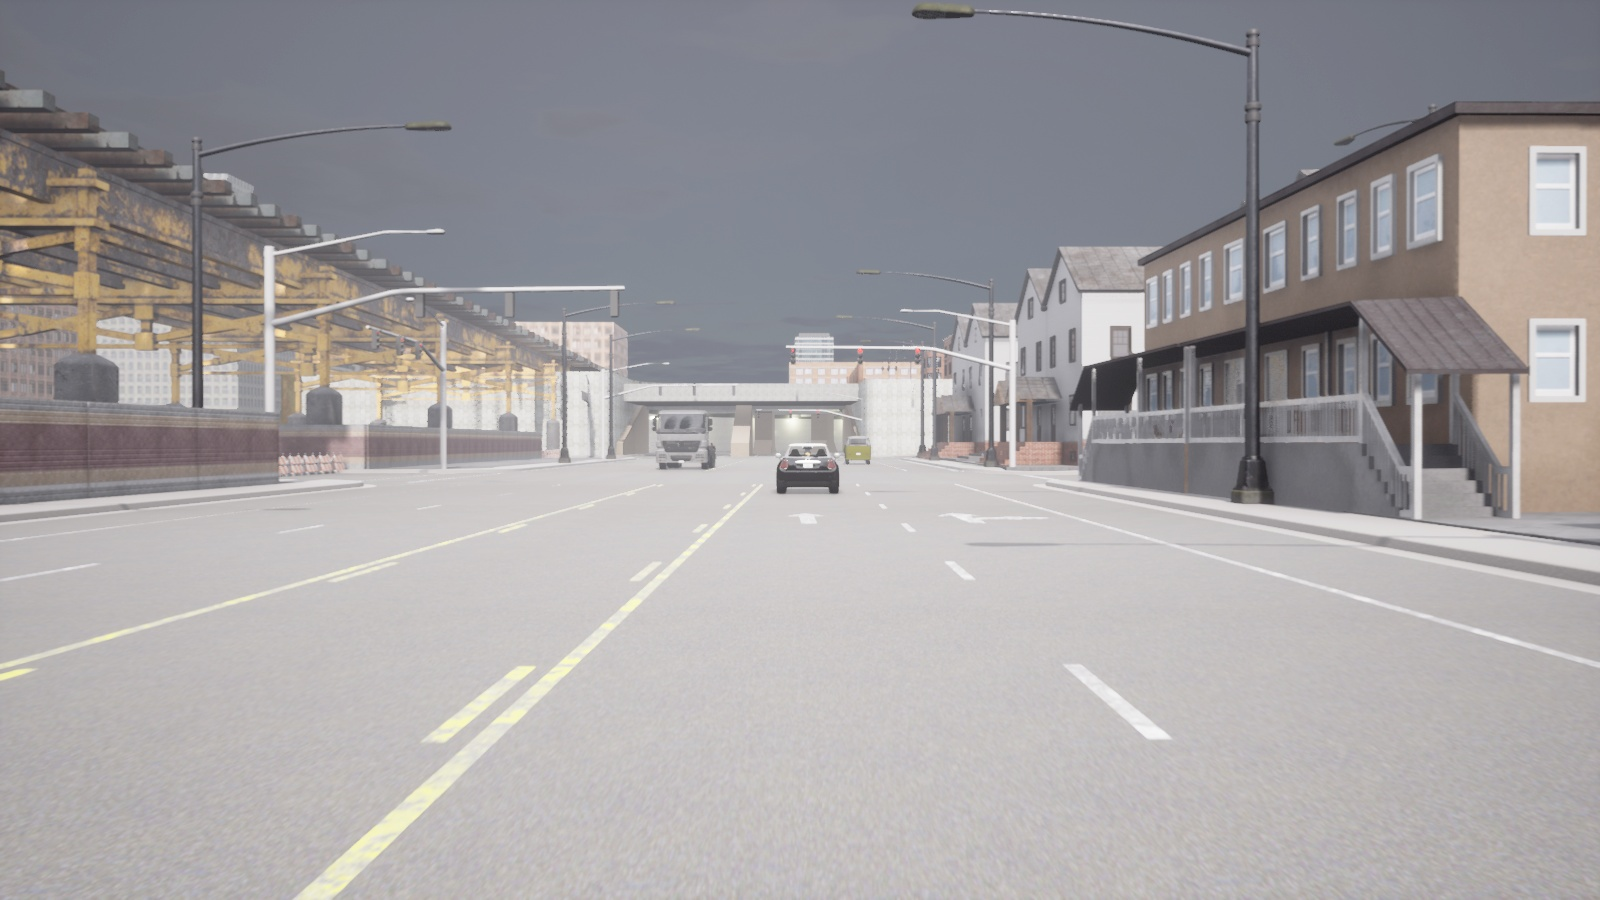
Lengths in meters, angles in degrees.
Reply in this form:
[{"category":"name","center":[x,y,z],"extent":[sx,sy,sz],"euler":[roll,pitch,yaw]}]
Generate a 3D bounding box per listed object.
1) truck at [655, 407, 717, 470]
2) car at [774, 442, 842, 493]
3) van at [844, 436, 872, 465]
[{"category":"truck","center":[-6.560,-0.656,73.397],"extent":[2.891,3.462,7.936],"euler":[0,0,0]},{"category":"car","center":[0.233,0.497,37.980],"extent":[1.970,1.475,3.806],"euler":[0,0,0]},{"category":"van","center":[4.020,0.004,88.151],"extent":[1.775,1.987,4.442],"euler":[0,0,0]}]
